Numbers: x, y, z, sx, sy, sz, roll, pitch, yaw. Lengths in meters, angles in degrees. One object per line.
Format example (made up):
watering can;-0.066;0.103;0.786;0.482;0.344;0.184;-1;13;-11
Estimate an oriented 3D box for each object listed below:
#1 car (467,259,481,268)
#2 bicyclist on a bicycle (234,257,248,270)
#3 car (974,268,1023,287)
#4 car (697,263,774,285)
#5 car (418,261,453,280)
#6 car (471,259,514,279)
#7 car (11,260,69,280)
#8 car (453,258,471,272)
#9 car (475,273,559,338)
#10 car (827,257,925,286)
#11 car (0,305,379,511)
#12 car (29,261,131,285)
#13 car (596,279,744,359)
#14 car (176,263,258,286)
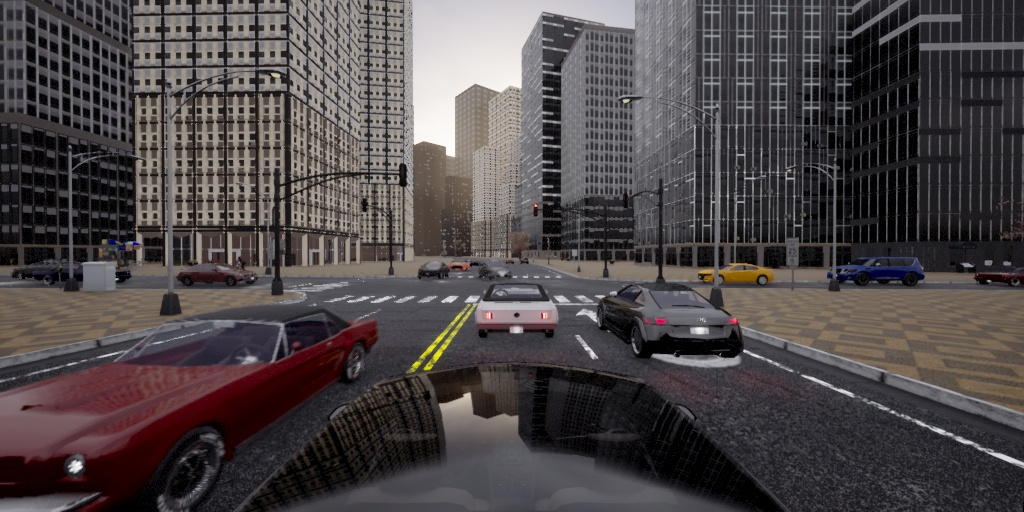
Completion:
car;-6.565;1.279;62.120;1.895;1.301;4.718;0;0;0
bicyclist on a bicycle;-24.691;0.871;32.619;0.582;1.620;1.656;0;1;1
car;36.705;1.501;25.872;4.718;1.301;1.895;0;0;1
car;16.323;1.285;26.321;5.008;1.535;1.882;0;0;1
car;-6.585;1.177;30.485;1.882;1.535;5.008;0;-1;0
car;-1.580;1.212;29.742;2.128;1.511;4.902;0;0;-20
car;-34.975;1.059;27.340;4.902;1.511;2.128;0;0;2
car;-6.580;1.065;45.205;2.097;1.767;4.553;0;0;0
car;0.103;1.348;10.163;1.895;1.301;4.718;0;0;0
car;26.386;1.075;26.100;5.566;2.045;2.150;0;0;2
car;-3.351;1.350;4.300;1.895;1.301;4.718;0;0;0
car;-28.584;1.226;23.986;4.718;1.301;1.895;0;0;1
car;3.358;1.312;8.449;1.994;1.385;4.181;0;0;0
car;-19.474;1.193;23.752;4.674;1.442;1.812;0;0;1
